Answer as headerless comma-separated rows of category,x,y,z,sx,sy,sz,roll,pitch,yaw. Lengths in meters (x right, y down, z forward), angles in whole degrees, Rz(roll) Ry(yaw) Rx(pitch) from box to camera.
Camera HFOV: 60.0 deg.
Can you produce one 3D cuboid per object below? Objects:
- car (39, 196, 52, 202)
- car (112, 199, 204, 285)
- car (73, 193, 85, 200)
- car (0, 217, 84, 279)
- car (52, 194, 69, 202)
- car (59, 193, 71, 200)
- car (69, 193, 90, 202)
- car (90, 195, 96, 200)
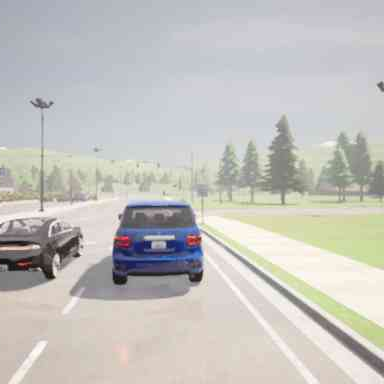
car,-31.690,1.579,72.292,1.895,1.301,4.718,0,0,-7
car,-1.005,1.214,9.728,2.150,2.045,5.566,0,0,-7
car,-30.016,1.269,88.277,2.097,1.767,4.553,0,0,-7
car,-4.544,1.489,9.872,2.128,1.511,4.902,0,0,-7
car,-28.222,1.333,72.769,2.097,1.767,4.553,0,0,-7
car,-33.492,1.275,87.868,2.097,1.767,4.553,0,0,-7
car,-24.740,1.197,73.122,2.150,2.045,5.566,0,0,-7
car,-26.536,1.432,88.654,2.128,1.511,4.902,0,0,-7
